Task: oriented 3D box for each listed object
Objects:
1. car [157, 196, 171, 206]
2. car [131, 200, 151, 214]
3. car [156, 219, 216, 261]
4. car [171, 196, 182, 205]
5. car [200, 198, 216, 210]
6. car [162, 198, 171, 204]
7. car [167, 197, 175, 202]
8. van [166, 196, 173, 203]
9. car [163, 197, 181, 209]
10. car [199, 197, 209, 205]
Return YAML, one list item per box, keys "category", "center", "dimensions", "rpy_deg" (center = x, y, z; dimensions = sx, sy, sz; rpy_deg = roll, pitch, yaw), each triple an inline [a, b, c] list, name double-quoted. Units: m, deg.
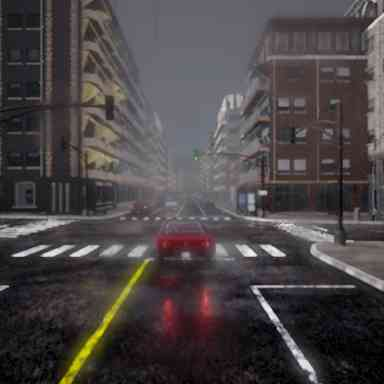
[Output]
- category: "car"
  center: [-5.861, 1.760, 66.242]
  dimensions: [2.192, 1.841, 5.009]
  rpy_deg: [0, 0, 0]
- category: "car"
  center: [-5.788, 1.695, 38.049]
  dimensions: [1.967, 1.590, 4.097]
  rpy_deg: [0, 0, 0]
- category: "car"
  center: [-0.392, 1.686, 12.594]
  dimensions: [1.895, 1.301, 4.718]
  rpy_deg: [0, 0, -6]
- category: "car"
  center: [-3.172, 1.811, 68.797]
  dimensions: [2.097, 1.767, 4.553]
  rpy_deg: [0, 0, 0]
- category: "car"
  center: [2.564, 1.881, 49.341]
  dimensions: [2.008, 1.369, 4.403]
  rpy_deg: [0, 0, 0]
- category: "car"
  center: [-5.888, 2.044, 77.348]
  dimensions: [1.752, 1.417, 4.829]
  rpy_deg: [0, 0, 0]
- category: "car"
  center: [-5.932, 2.183, 94.434]
  dimensions: [2.008, 1.369, 4.403]
  rpy_deg: [0, 0, 0]
- category: "van"
  center: [-5.918, 1.936, 88.797]
  dimensions: [1.690, 1.788, 3.998]
  rpy_deg: [0, 0, 0]
- category: "car"
  center: [-3.211, 1.882, 53.168]
  dimensions: [1.812, 1.442, 4.674]
  rpy_deg: [0, 0, 0]
- category: "car"
  center: [2.506, 1.922, 71.896]
  dimensions: [1.967, 1.590, 4.097]
  rpy_deg: [0, 0, 0]
